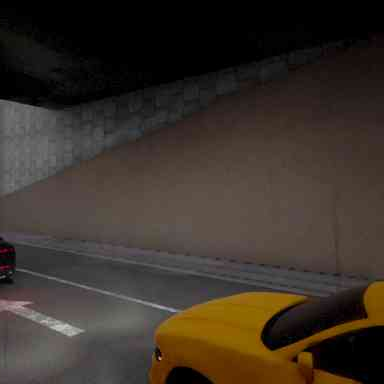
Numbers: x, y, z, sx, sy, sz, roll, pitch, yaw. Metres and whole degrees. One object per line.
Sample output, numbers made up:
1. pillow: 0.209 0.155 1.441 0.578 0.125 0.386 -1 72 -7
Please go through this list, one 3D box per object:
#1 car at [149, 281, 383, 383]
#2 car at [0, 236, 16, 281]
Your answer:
1. car: 1.863 1.478 2.569 5.008 1.535 1.882 0 0 36
2. car: -6.432 1.506 8.588 4.892 1.490 1.837 0 0 36
